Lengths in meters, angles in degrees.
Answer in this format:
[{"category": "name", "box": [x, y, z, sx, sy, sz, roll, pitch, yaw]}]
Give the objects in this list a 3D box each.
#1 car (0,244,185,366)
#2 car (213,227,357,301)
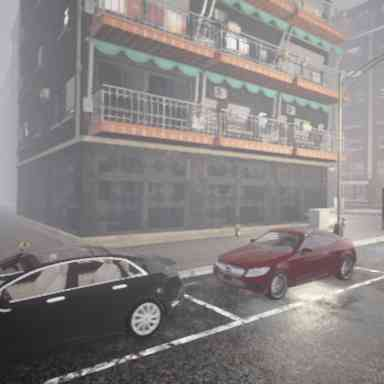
[{"category": "car", "box": [-2.171, 1.547, 4.953, 4.403, 1.369, 2.008, 0, 1, -35]}, {"category": "car", "box": [2.458, 1.557, 8.256, 4.206, 1.307, 1.802, 0, 1, -35]}]
